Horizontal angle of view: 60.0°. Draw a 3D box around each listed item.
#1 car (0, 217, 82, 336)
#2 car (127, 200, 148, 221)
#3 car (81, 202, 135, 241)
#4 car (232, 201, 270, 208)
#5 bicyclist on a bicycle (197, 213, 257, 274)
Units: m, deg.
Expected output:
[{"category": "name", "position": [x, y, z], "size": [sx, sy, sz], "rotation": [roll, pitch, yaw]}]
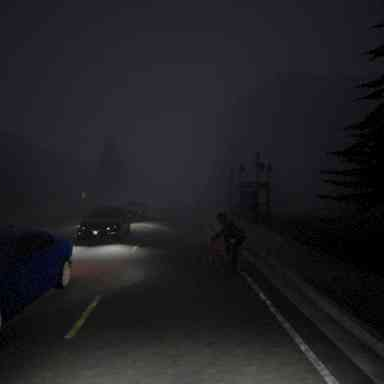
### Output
[{"category": "car", "position": [-3.799, 1.467, 6.248], "size": [1.882, 1.535, 5.008], "rotation": [0, 0, -2]}, {"category": "car", "position": [-4.630, 1.430, 26.882], "size": [1.882, 1.535, 5.008], "rotation": [0, 0, -2]}, {"category": "car", "position": [-4.233, 1.476, 16.616], "size": [1.837, 1.490, 4.892], "rotation": [0, 0, -3]}, {"category": "car", "position": [7.733, 1.505, 43.724], "size": [4.718, 1.301, 1.895], "rotation": [0, 0, -4]}, {"category": "bicyclist on a bicycle", "position": [0.965, 1.407, 9.041], "size": [1.656, 1.620, 0.582], "rotation": [0, 0, -2]}]
